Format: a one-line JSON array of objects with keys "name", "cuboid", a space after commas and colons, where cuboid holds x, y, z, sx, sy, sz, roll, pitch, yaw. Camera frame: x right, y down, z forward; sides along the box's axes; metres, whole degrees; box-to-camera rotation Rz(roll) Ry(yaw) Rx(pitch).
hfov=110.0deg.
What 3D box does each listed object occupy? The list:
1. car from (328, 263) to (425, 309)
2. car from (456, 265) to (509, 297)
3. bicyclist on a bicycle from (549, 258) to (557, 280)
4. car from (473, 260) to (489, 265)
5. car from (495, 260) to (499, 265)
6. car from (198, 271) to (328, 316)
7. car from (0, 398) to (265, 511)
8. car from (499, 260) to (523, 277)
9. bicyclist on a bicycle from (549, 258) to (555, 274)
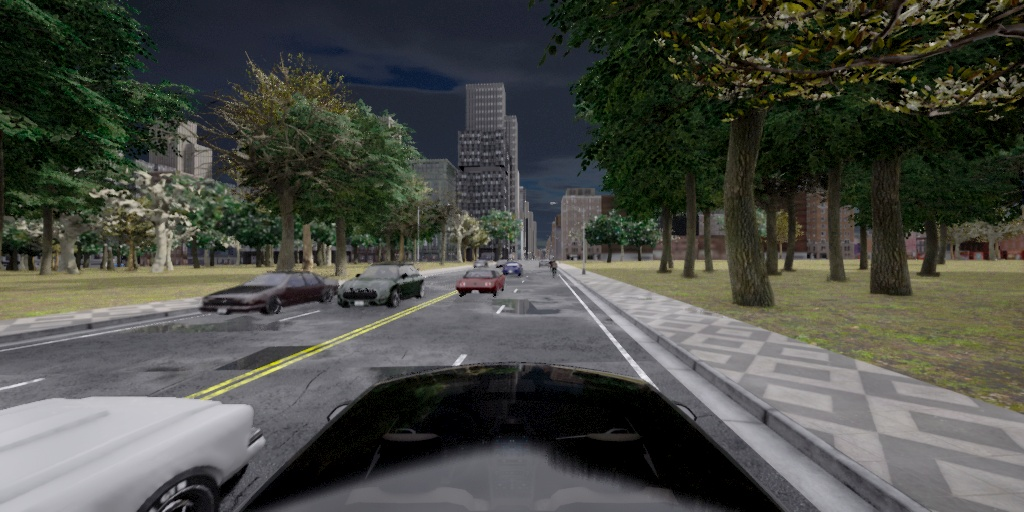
[{"name": "car", "cuboid": [-5.273, 1.103, 15.044, 2.097, 1.767, 4.553, 0, 0, 5]}, {"name": "car", "cuboid": [-1.481, 1.354, 18.785, 1.895, 1.301, 4.718, 0, 0, 5]}, {"name": "bicyclist on a bicycle", "cuboid": [3.604, 1.217, 30.482, 0.582, 1.620, 1.656, 0, 0, 5]}, {"name": "car", "cuboid": [-4.878, 1.309, 56.617, 2.128, 1.511, 4.902, 0, 0, 5]}, {"name": "car", "cuboid": [-1.537, 1.326, 57.493, 1.837, 1.490, 4.892, 0, 0, 5]}, {"name": "car", "cuboid": [-8.657, 1.298, 13.631, 2.033, 1.411, 5.357, 0, 0, 5]}, {"name": "car", "cuboid": [-3.064, 1.351, 0.734, 1.895, 1.301, 4.718, 0, 0, 5]}, {"name": "car", "cuboid": [0.080, 1.299, 36.585, 1.812, 1.442, 4.674, 0, 0, 5]}, {"name": "bicyclist on a bicycle", "cuboid": [4.496, 1.152, 40.649, 0.659, 1.776, 1.843, 0, 0, 5]}]
